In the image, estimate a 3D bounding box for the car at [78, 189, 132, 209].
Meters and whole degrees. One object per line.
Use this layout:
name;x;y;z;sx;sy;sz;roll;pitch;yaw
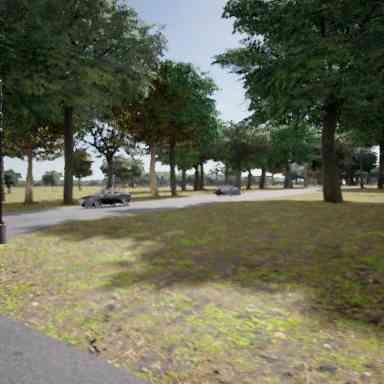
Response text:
car;-7.388;0.536;28.472;2.128;1.511;4.902;0;2;38

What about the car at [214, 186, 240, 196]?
car;4.678;-0.152;44.097;1.994;1.385;4.181;0;2;38
